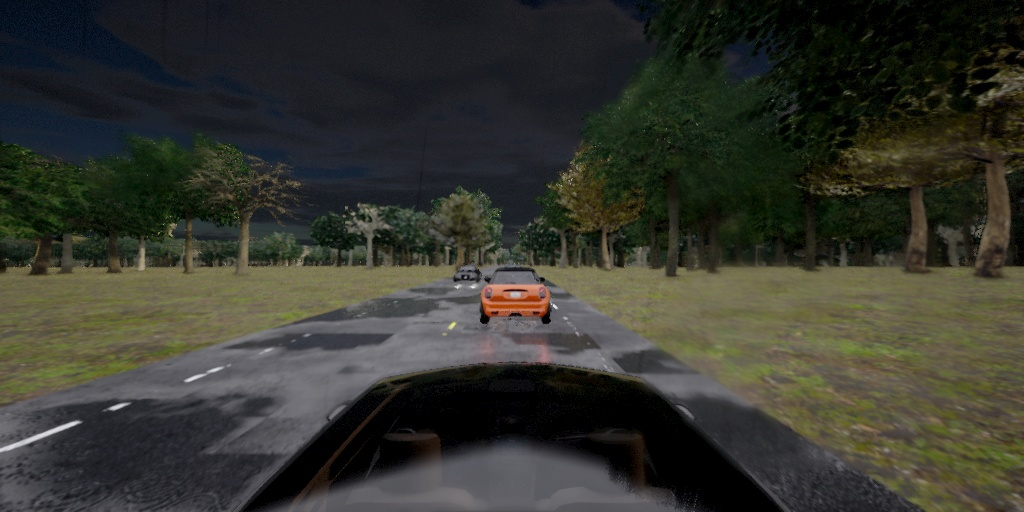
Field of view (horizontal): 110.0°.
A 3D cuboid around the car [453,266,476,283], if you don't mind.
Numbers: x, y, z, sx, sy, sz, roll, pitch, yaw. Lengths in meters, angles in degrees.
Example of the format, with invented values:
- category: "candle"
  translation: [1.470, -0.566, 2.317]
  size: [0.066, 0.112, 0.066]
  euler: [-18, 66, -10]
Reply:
- category: "car"
  translation: [-3.591, 1.494, 29.623]
  size: [1.994, 1.385, 4.181]
  euler: [0, -1, 0]

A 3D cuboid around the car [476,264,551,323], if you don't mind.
- category: "car"
  translation: [0.101, 1.154, 12.492]
  size: [2.097, 1.767, 4.553]
  euler: [0, 0, 0]
